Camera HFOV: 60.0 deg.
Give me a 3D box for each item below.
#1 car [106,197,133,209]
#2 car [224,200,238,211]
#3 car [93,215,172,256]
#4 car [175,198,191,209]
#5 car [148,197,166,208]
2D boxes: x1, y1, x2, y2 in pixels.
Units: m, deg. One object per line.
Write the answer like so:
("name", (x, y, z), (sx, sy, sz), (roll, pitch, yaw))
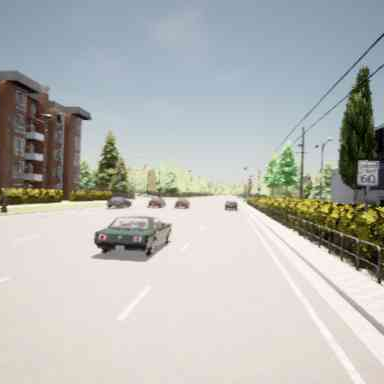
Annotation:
("car", (-9.138, 1.351, 42.145), (2.033, 1.411, 5.357), (2, 0, 7))
("car", (5.783, 1.885, 48.858), (2.128, 1.511, 4.902), (2, 0, 7))
("car", (-2.060, 1.569, 13.141), (1.895, 1.301, 4.718), (2, 0, 8))
("car", (-1.330, 1.646, 48.316), (1.812, 1.442, 4.674), (2, 0, 7))
("car", (-4.960, 1.506, 47.436), (1.812, 1.442, 4.674), (2, 0, 7))
